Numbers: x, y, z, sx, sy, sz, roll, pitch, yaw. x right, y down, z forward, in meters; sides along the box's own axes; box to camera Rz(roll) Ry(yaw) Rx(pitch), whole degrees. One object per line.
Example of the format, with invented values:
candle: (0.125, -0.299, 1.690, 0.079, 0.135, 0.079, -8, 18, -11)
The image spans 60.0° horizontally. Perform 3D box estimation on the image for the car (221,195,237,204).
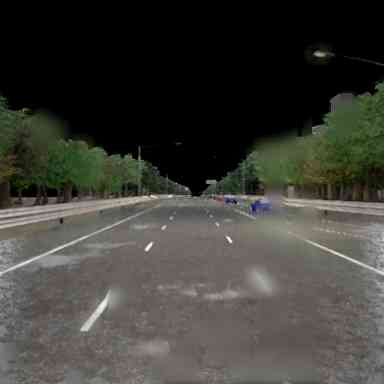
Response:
car: (7.010, 1.395, 60.965, 1.882, 1.535, 5.008, 0, 0, 0)

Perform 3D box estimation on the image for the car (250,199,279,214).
car: (7.411, 1.437, 34.340, 1.882, 1.535, 5.008, 0, 0, -4)

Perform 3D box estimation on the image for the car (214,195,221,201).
car: (7.073, 1.480, 80.711, 1.812, 1.442, 4.674, 0, 0, 0)
